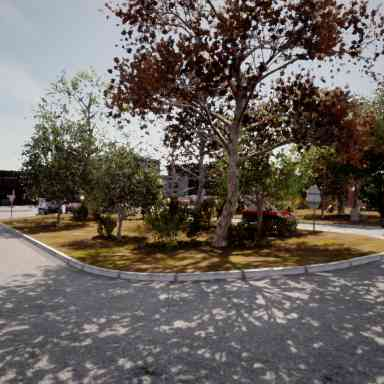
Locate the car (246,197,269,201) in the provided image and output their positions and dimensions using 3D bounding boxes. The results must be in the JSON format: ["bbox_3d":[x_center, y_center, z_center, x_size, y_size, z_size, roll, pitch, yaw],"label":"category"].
[{"bbox_3d":[10.994,1.861,61.501,2.435,2.045,5.566,1,-1,-36],"label":"car"}]

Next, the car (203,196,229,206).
[{"bbox_3d":[5.182,1.889,72.370,2.435,2.045,5.566,1,-1,-36],"label":"car"}]

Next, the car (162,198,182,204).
[{"bbox_3d":[-4.805,1.983,65.449,1.946,1.575,5.366,1,0,-36],"label":"car"}]

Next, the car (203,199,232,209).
[{"bbox_3d":[4.312,2.001,56.437,1.946,1.575,5.366,1,0,-36],"label":"car"}]

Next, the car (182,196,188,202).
[{"bbox_3d":[-2.309,1.884,66.977,2.185,1.767,4.553,1,0,-36],"label":"car"}]

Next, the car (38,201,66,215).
[{"bbox_3d":[-17.519,1.931,40.961,2.185,1.767,4.553,-1,0,-35],"label":"car"}]

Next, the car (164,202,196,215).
[{"bbox_3d":[-1.221,2.394,43.608,2.033,1.411,5.357,4,-2,-32],"label":"car"}]

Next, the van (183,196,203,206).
[{"bbox_3d":[0.208,1.820,68.680,1.878,1.987,4.442,1,-1,-36],"label":"van"}]

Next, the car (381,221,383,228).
[{"bbox_3d":[13.574,1.921,18.957,4.718,1.301,1.895,-1,-3,38],"label":"car"}]

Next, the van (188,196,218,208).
[{"bbox_3d":[1.868,1.756,55.053,1.878,1.987,4.442,1,0,-36],"label":"van"}]

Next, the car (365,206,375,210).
[{"bbox_3d":[34.585,2.502,61.975,2.097,1.767,4.553,2,-1,-14],"label":"car"}]

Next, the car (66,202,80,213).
[{"bbox_3d":[-14.970,2.069,42.849,2.002,1.452,4.674,-1,0,-36],"label":"car"}]

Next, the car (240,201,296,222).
[{"bbox_3d":[6.238,1.834,27.202,2.097,1.767,4.553,3,-3,-35],"label":"car"}]
